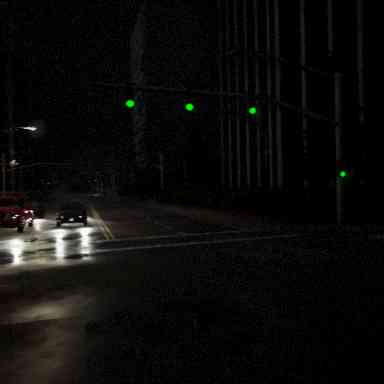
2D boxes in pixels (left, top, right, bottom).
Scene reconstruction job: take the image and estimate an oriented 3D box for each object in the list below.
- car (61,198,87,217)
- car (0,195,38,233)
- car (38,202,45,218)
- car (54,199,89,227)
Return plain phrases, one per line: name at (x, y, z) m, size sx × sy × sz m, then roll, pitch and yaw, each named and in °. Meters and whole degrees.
car at (-11.174, 1.393, 31.628) m, size 2.128 × 1.511 × 4.902 m, roll -2°, pitch 1°, yaw -18°
car at (-10.966, 1.258, 19.976) m, size 2.150 × 2.045 × 5.566 m, roll -2°, pitch 1°, yaw -18°
car at (-13.944, 1.563, 28.867) m, size 1.994 × 1.385 × 4.181 m, roll -2°, pitch 1°, yaw -19°
car at (-8.186, 1.444, 22.718) m, size 1.837 × 1.490 × 4.892 m, roll -2°, pitch 1°, yaw -18°
